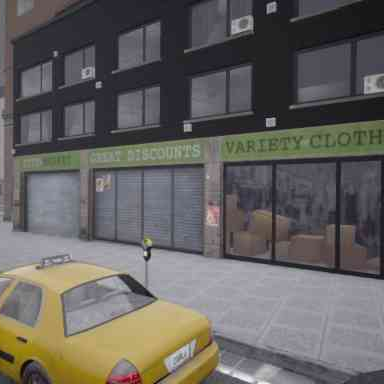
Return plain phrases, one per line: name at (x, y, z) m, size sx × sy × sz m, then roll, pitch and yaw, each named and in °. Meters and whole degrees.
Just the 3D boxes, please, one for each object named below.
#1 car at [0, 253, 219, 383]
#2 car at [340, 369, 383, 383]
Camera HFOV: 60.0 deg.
car at (-1.990, 1.524, 4.502) m, size 4.829 × 1.417 × 1.752 m, roll 0°, pitch 1°, yaw 35°
car at (2.701, 1.551, 1.167) m, size 4.403 × 1.369 × 2.008 m, roll 0°, pitch 1°, yaw 35°
